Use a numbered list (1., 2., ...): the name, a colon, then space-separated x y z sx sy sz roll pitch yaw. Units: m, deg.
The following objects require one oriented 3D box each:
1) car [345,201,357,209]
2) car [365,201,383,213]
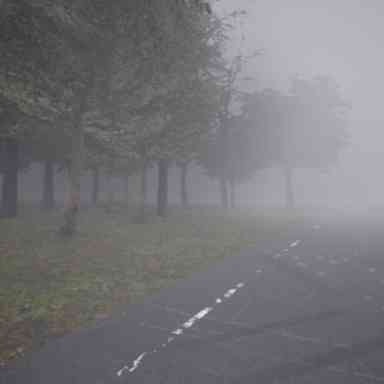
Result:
1. car: 30.394 2.501 63.740 1.812 1.442 4.674 1 0 26
2. car: 28.271 2.408 51.269 2.033 1.411 5.357 1 0 26
